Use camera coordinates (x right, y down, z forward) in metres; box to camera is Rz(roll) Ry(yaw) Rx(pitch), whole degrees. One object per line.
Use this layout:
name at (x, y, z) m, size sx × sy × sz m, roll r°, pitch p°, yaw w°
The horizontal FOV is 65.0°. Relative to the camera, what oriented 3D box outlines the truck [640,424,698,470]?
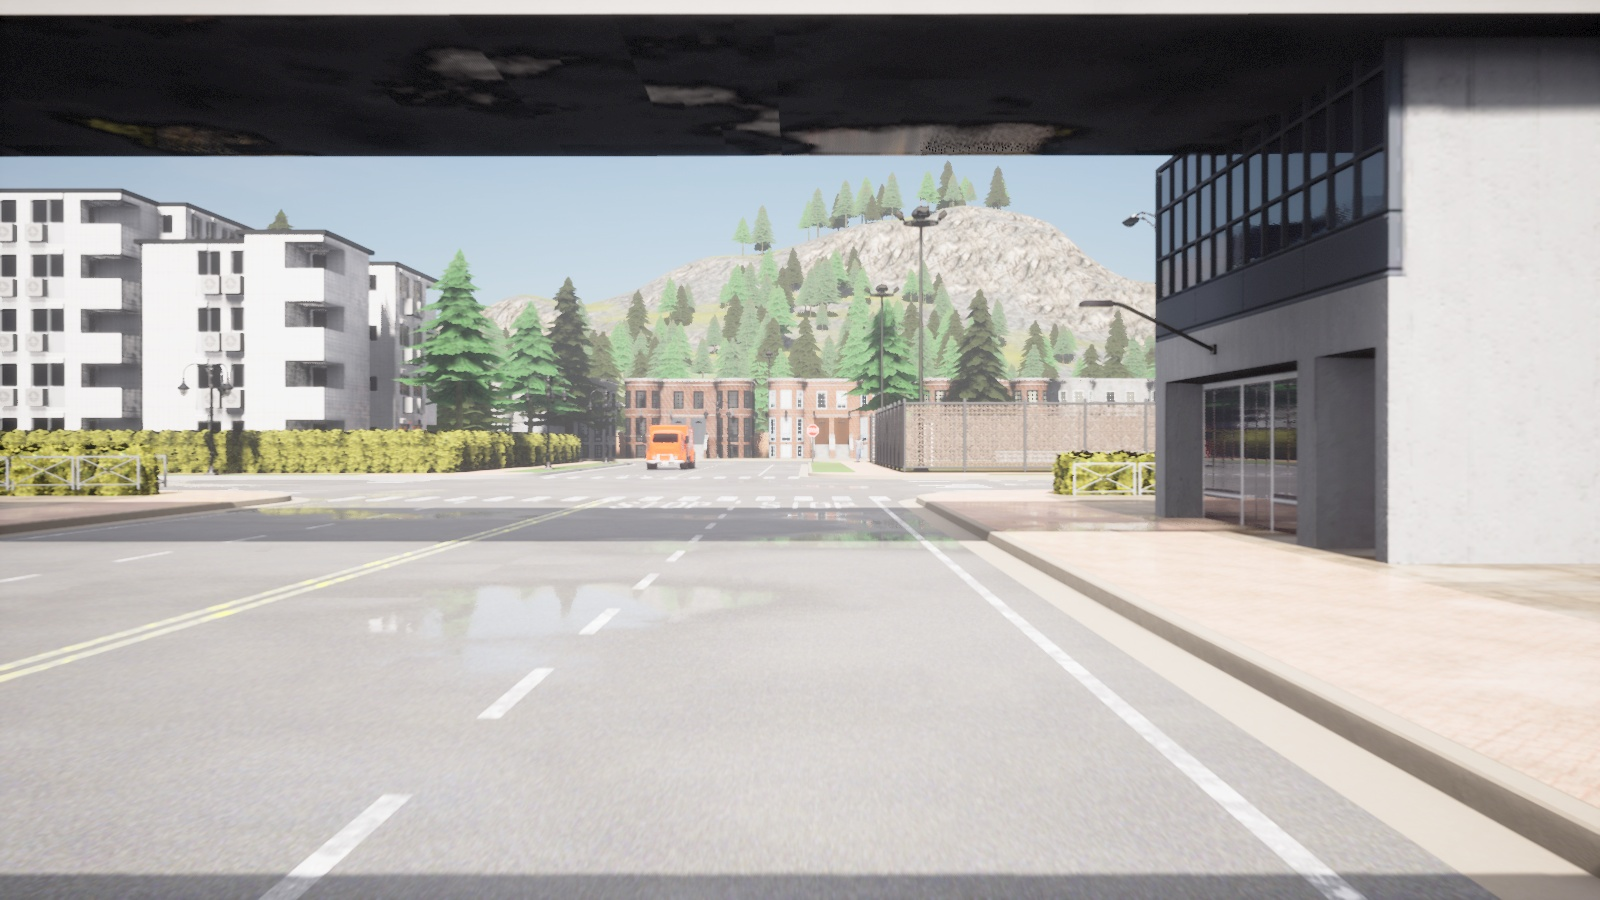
truck at (-7.243, -0.156, 69.865) m, size 2.627 × 2.467 × 5.204 m, roll 0°, pitch 0°, yaw 0°
